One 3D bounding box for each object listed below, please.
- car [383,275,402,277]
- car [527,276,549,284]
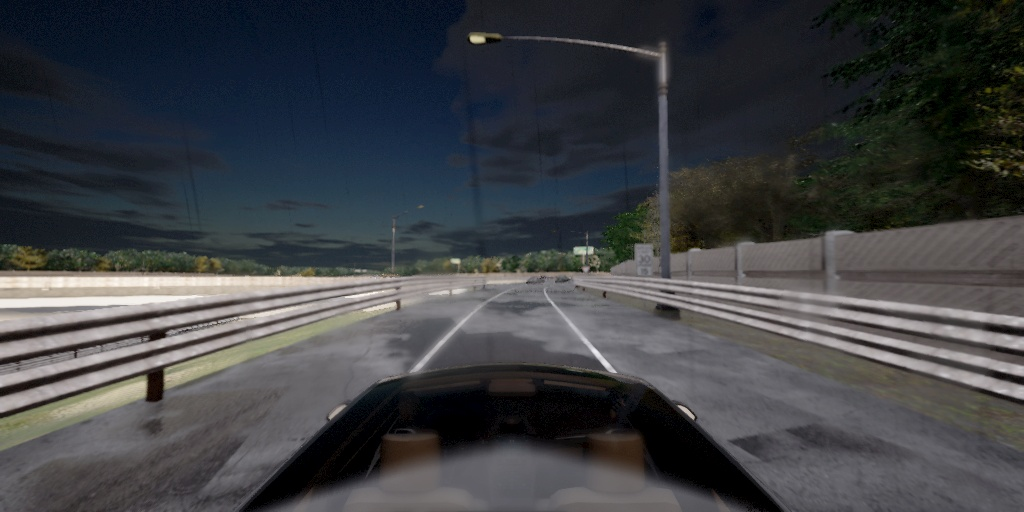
[{"bbox_3d":[-13.210,2.897,40.796,5.008,1.535,1.882,3,-4,-44],"label":"car"},{"bbox_3d":[4.289,4.265,63.142,1.994,1.385,4.181,-2,-4,31],"label":"car"}]
